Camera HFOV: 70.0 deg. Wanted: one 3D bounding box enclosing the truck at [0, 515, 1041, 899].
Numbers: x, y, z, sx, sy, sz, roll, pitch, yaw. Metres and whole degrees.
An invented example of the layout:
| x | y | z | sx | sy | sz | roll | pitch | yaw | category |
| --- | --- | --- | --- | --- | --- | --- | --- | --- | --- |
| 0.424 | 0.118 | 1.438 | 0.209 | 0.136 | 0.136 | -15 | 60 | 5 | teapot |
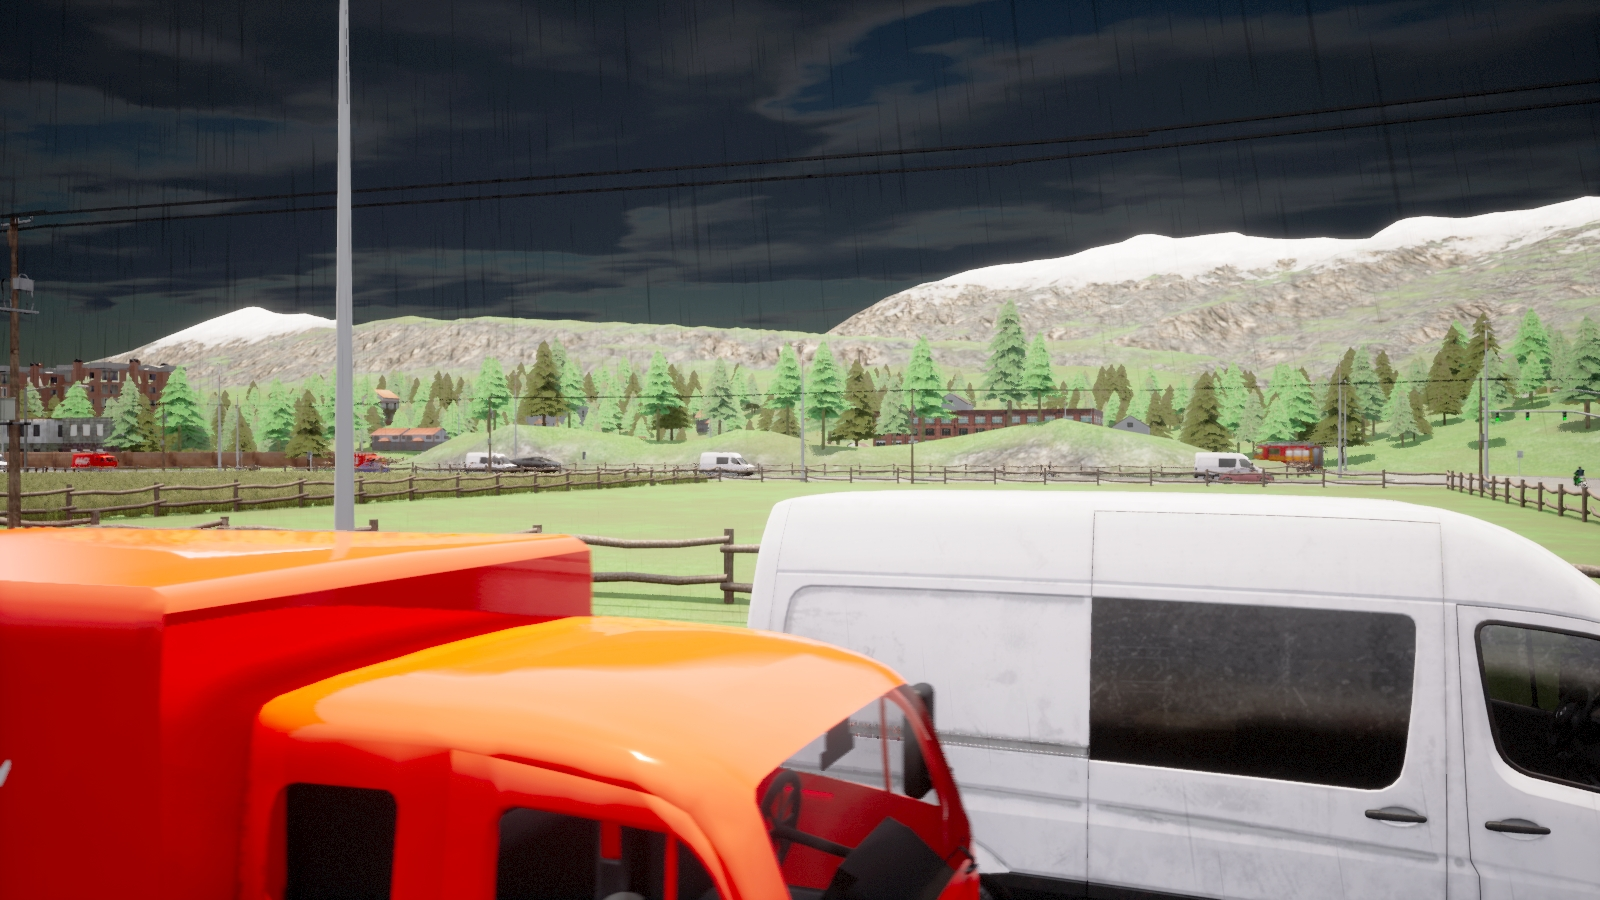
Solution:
| x | y | z | sx | sy | sz | roll | pitch | yaw | category |
| --- | --- | --- | --- | --- | --- | --- | --- | --- | --- |
| -1.974 | 1.576 | 4.149 | 5.204 | 2.467 | 2.627 | 0 | 0 | 22 | truck |

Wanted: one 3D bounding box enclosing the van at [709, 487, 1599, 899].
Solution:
| x | y | z | sx | sy | sz | roll | pitch | yaw | category |
| --- | --- | --- | --- | --- | --- | --- | --- | --- | --- |
| 2.633 | 1.535 | 6.060 | 5.915 | 2.561 | 1.988 | 0 | 0 | 20 | van |
